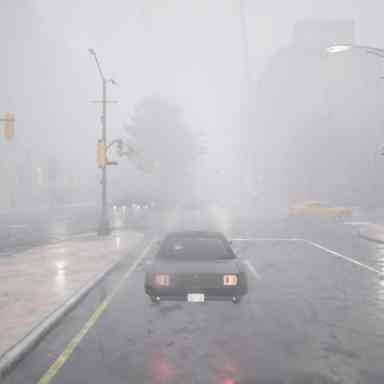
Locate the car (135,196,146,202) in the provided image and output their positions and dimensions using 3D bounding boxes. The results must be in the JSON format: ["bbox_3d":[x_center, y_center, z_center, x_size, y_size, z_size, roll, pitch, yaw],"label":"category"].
[{"bbox_3d":[-11.484,1.553,74.412,1.994,1.385,4.181,0,0,0],"label":"car"}]

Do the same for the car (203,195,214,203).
[{"bbox_3d":[3.589,1.599,71.441,1.895,1.301,4.718,0,0,0],"label":"car"}]

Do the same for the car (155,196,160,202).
[{"bbox_3d":[-8.016,1.564,65.750,1.994,1.385,4.181,0,0,1],"label":"car"}]

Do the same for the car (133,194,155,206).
[{"bbox_3d":[-8.076,1.547,56.514,2.033,1.411,5.357,0,0,0],"label":"car"}]

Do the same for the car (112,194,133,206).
[{"bbox_3d":[-11.576,1.526,55.116,1.812,1.442,4.674,0,0,0],"label":"car"}]

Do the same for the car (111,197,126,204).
[{"bbox_3d":[-14.735,1.595,66.823,1.895,1.301,4.718,0,0,0],"label":"car"}]

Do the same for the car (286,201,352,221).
[{"bbox_3d":[10.041,1.477,26.421,5.008,1.535,1.882,0,0,0],"label":"car"}]

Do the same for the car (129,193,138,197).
[{"bbox_3d":[-11.524,1.221,64.528,2.150,2.045,5.566,0,0,1],"label":"car"}]

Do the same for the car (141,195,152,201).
[{"bbox_3d":[-11.482,1.525,84.646,2.128,1.511,4.902,0,0,0],"label":"car"}]

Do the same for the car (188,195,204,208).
[{"bbox_3d":[0.270,1.547,48.457,2.033,1.411,5.357,0,0,0],"label":"car"}]

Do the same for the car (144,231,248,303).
[{"bbox_3d":[0.076,1.601,8.166,1.895,1.301,4.718,0,0,0],"label":"car"}]

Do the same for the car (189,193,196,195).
[{"bbox_3d":[0.018,1.218,86.464,2.150,2.045,5.566,0,0,0],"label":"car"}]
